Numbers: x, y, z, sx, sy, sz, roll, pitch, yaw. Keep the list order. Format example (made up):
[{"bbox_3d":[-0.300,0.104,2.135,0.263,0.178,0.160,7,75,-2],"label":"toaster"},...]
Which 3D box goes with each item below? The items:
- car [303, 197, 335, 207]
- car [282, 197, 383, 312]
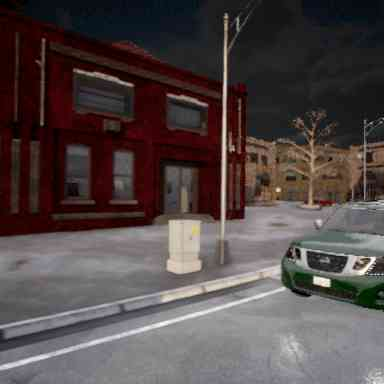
[{"bbox_3d":[18.274,1.422,48.141,1.895,1.301,4.718,1,0,-13],"label":"car"},{"bbox_3d":[4.375,1.229,7.681,5.566,2.045,2.150,0,0,-41],"label":"car"}]
